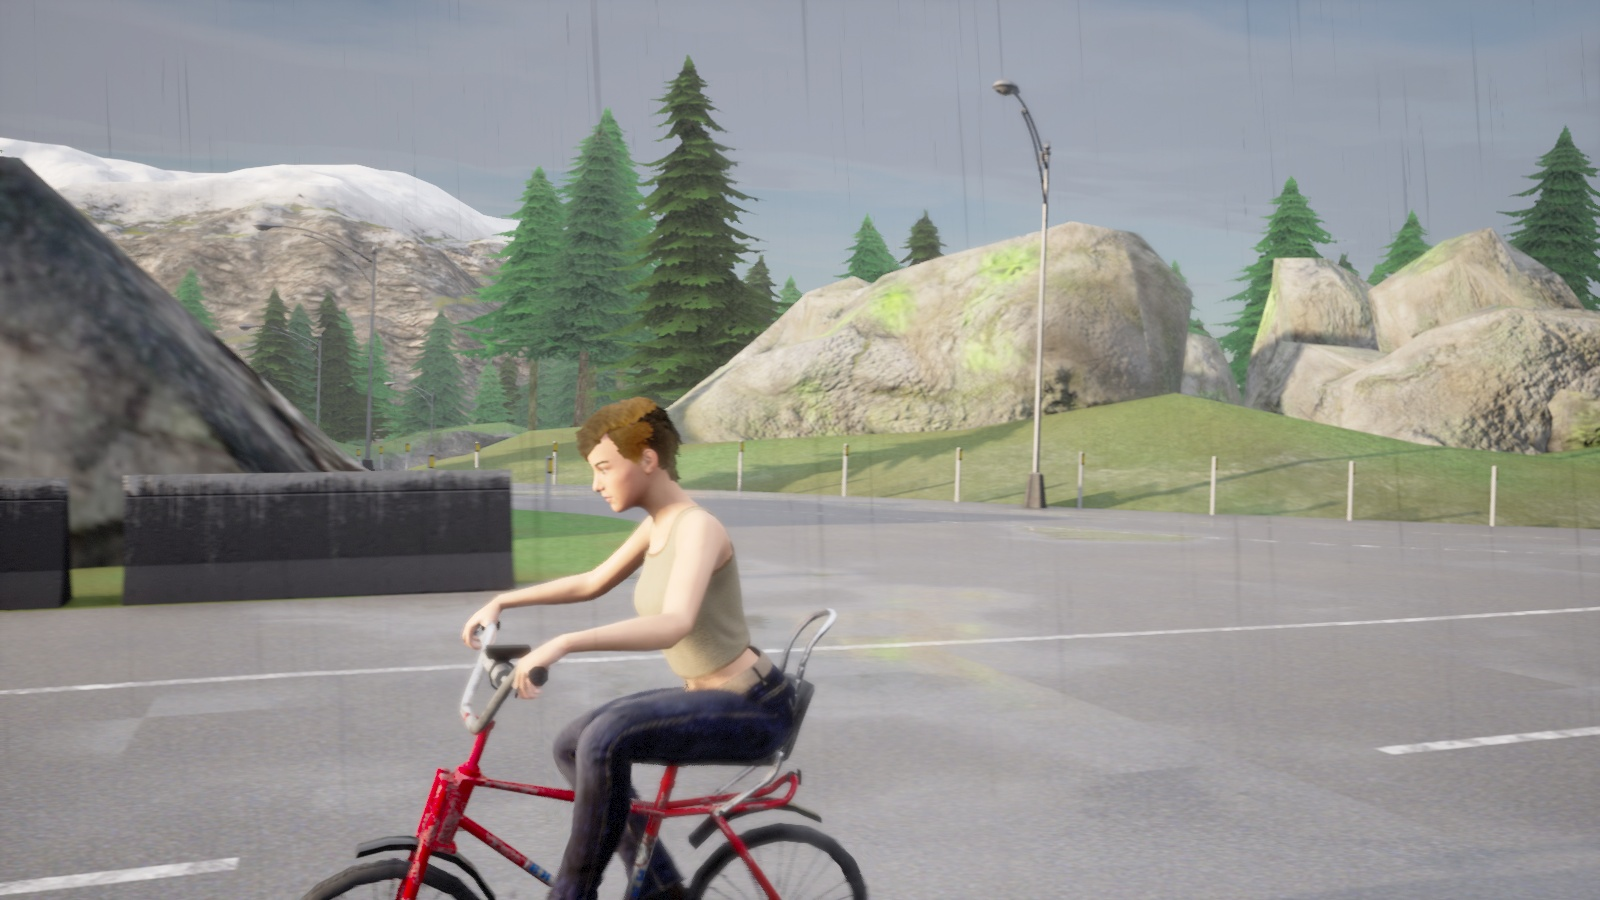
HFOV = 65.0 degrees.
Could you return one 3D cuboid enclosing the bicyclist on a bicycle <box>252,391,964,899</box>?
[{"bbox_3d":[-0.480,0.687,3.051,1.509,1.612,0.866,0,1,-21],"label":"bicyclist on a bicycle"}]
